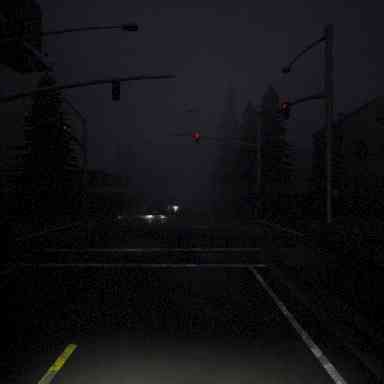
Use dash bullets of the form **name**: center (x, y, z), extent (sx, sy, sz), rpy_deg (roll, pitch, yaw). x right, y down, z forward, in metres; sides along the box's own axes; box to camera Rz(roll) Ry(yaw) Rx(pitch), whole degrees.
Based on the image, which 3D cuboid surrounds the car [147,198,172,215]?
- **car**: center (-3.556, 1.547, 34.817), extent (2.033, 1.411, 5.357), rpy_deg (0, 0, 0)

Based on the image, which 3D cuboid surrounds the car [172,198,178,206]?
- **car**: center (-3.451, 1.601, 56.705), extent (1.895, 1.301, 4.718), rpy_deg (0, 0, 1)
